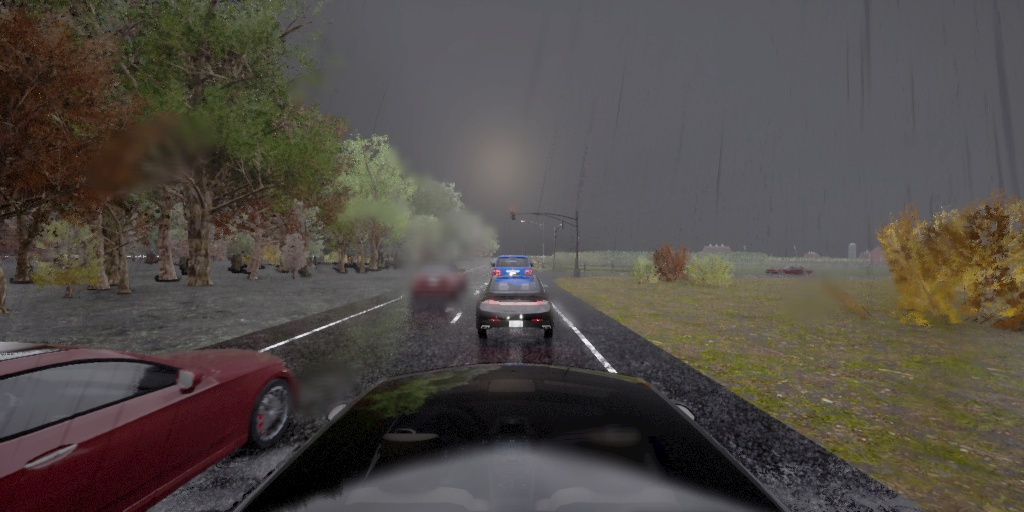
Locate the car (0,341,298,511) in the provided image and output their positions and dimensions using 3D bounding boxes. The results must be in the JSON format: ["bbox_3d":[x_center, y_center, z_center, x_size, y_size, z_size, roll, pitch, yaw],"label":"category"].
[{"bbox_3d":[-3.401,1.276,2.241,1.812,1.442,4.674,0,0,0],"label":"car"}]

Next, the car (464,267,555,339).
[{"bbox_3d":[0.074,1.244,10.128,2.128,1.511,4.902,0,0,0],"label":"car"}]

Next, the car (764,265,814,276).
[{"bbox_3d":[33.419,1.776,43.309,4.718,1.301,1.895,1,-1,0],"label":"car"}]

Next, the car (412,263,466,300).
[{"bbox_3d":[-3.457,1.106,17.949,2.097,1.767,4.553,0,0,0],"label":"car"}]

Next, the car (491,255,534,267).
[{"bbox_3d":[0.037,0.977,20.045,2.150,2.045,5.566,0,0,0],"label":"car"}]

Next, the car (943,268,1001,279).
[{"bbox_3d":[51.211,1.835,39.663,4.674,1.442,1.812,1,-1,1],"label":"car"}]

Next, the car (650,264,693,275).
[{"bbox_3d":[19.235,1.525,43.325,4.892,1.490,1.837,1,-1,0],"label":"car"}]
